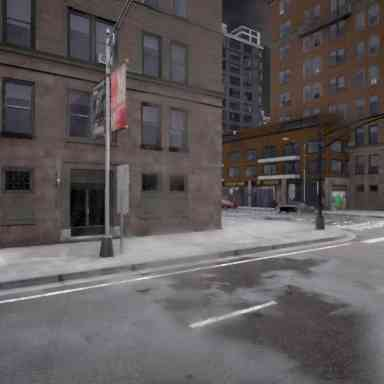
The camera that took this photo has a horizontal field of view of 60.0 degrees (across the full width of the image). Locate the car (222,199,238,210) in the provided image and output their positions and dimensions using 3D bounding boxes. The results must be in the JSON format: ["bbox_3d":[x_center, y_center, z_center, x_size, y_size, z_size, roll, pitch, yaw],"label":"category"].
[{"bbox_3d":[4.190,1.594,43.285,1.802,1.307,4.206,0,0,-35],"label":"car"}]

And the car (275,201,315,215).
[{"bbox_3d":[10.548,1.580,34.281,1.947,1.339,4.313,0,0,-35],"label":"car"}]
